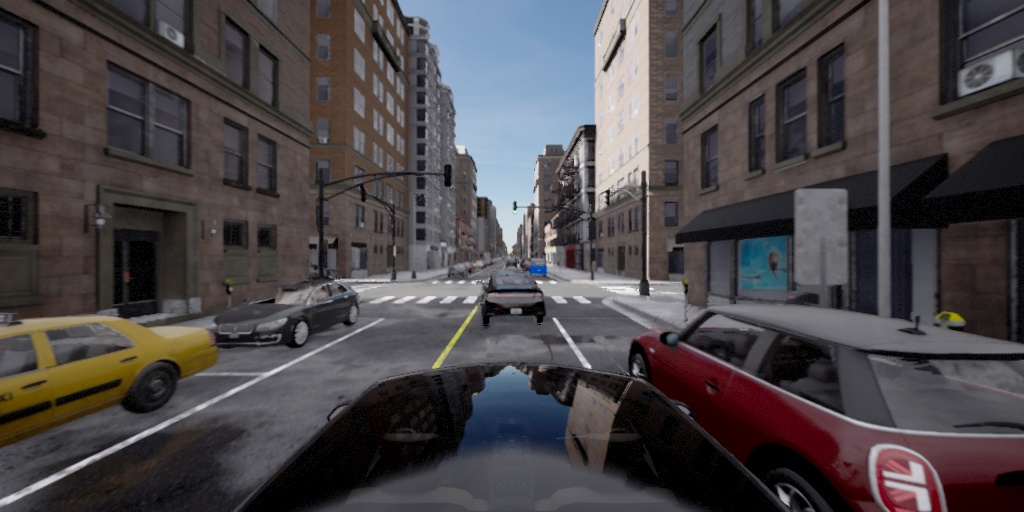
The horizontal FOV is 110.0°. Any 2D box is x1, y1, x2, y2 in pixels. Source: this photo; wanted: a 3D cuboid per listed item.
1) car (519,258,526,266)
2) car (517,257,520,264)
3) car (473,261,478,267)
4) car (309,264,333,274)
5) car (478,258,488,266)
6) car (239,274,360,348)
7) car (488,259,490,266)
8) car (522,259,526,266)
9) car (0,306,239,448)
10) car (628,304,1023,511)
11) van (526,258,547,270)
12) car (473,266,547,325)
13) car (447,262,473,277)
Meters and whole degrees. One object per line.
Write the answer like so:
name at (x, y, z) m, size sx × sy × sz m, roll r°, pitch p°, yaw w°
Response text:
car at (2.579, 1.462, 58.962) m, size 1.802 × 1.307 × 4.207 m, roll 0°, pitch 0°, yaw 0°
car at (2.573, 1.205, 64.644) m, size 2.192 × 1.841 × 5.009 m, roll 0°, pitch 0°, yaw 0°
car at (-5.428, 1.389, 41.901) m, size 1.888 × 1.381 × 4.507 m, roll 0°, pitch 0°, yaw 0°
car at (-14.459, 1.249, 24.082) m, size 4.674 × 1.442 × 1.812 m, roll 0°, pitch 0°, yaw 0°
car at (-5.446, 1.406, 58.778) m, size 1.751 × 1.417 × 4.829 m, roll 0°, pitch 0°, yaw 0°
car at (-5.394, 1.319, 9.138) m, size 2.007 × 1.370 × 4.403 m, roll 0°, pitch 0°, yaw 0°
car at (-5.452, 1.456, 64.630) m, size 1.948 × 1.339 × 4.313 m, roll 0°, pitch 0°, yaw 0°
car at (2.591, 1.439, 47.599) m, size 1.802 × 1.307 × 4.207 m, roll 0°, pitch 0°, yaw 0°
car at (-5.388, 1.280, 3.450) m, size 1.751 × 1.417 × 4.829 m, roll 0°, pitch 0°, yaw 0°
car at (2.637, 1.194, 3.637) m, size 1.967 × 1.591 × 4.097 m, roll 0°, pitch 0°, yaw 0°
van at (2.603, 1.172, 36.237) m, size 1.690 × 1.789 × 3.998 m, roll 0°, pitch 0°, yaw 0°
car at (-0.142, 1.266, 11.975) m, size 2.128 × 1.511 × 4.902 m, roll 0°, pitch 0°, yaw -6°
car at (-5.422, 1.382, 36.220) m, size 2.007 × 1.370 × 4.403 m, roll 0°, pitch 0°, yaw 0°
